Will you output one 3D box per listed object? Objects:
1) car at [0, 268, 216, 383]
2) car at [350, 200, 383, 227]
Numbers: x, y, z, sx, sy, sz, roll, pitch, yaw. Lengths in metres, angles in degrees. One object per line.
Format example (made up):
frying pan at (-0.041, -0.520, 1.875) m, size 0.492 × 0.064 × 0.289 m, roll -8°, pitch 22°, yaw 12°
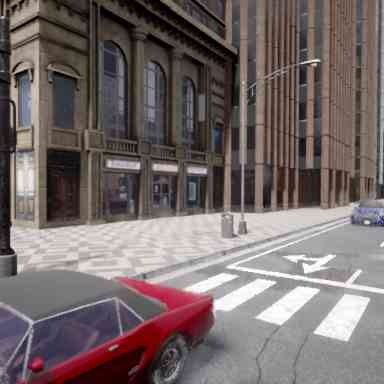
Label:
car at (-1.743, 1.587, 3.143) m, size 1.895 × 1.301 × 4.718 m, roll 1°, pitch 0°, yaw 36°
car at (12.438, 1.368, 23.015) m, size 2.097 × 1.767 × 4.553 m, roll 1°, pitch 0°, yaw 36°
